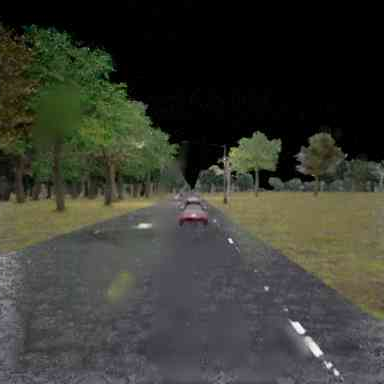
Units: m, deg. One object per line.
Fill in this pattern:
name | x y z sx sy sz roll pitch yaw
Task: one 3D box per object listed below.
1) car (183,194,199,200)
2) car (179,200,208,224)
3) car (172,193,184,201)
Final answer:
car | 0.107 1.382 42.704 1.882 1.535 5.008 0 0 0
car | 0.108 1.514 24.204 1.994 1.385 4.181 0 0 0
car | -3.479 1.298 75.497 2.128 1.511 4.902 0 0 0
